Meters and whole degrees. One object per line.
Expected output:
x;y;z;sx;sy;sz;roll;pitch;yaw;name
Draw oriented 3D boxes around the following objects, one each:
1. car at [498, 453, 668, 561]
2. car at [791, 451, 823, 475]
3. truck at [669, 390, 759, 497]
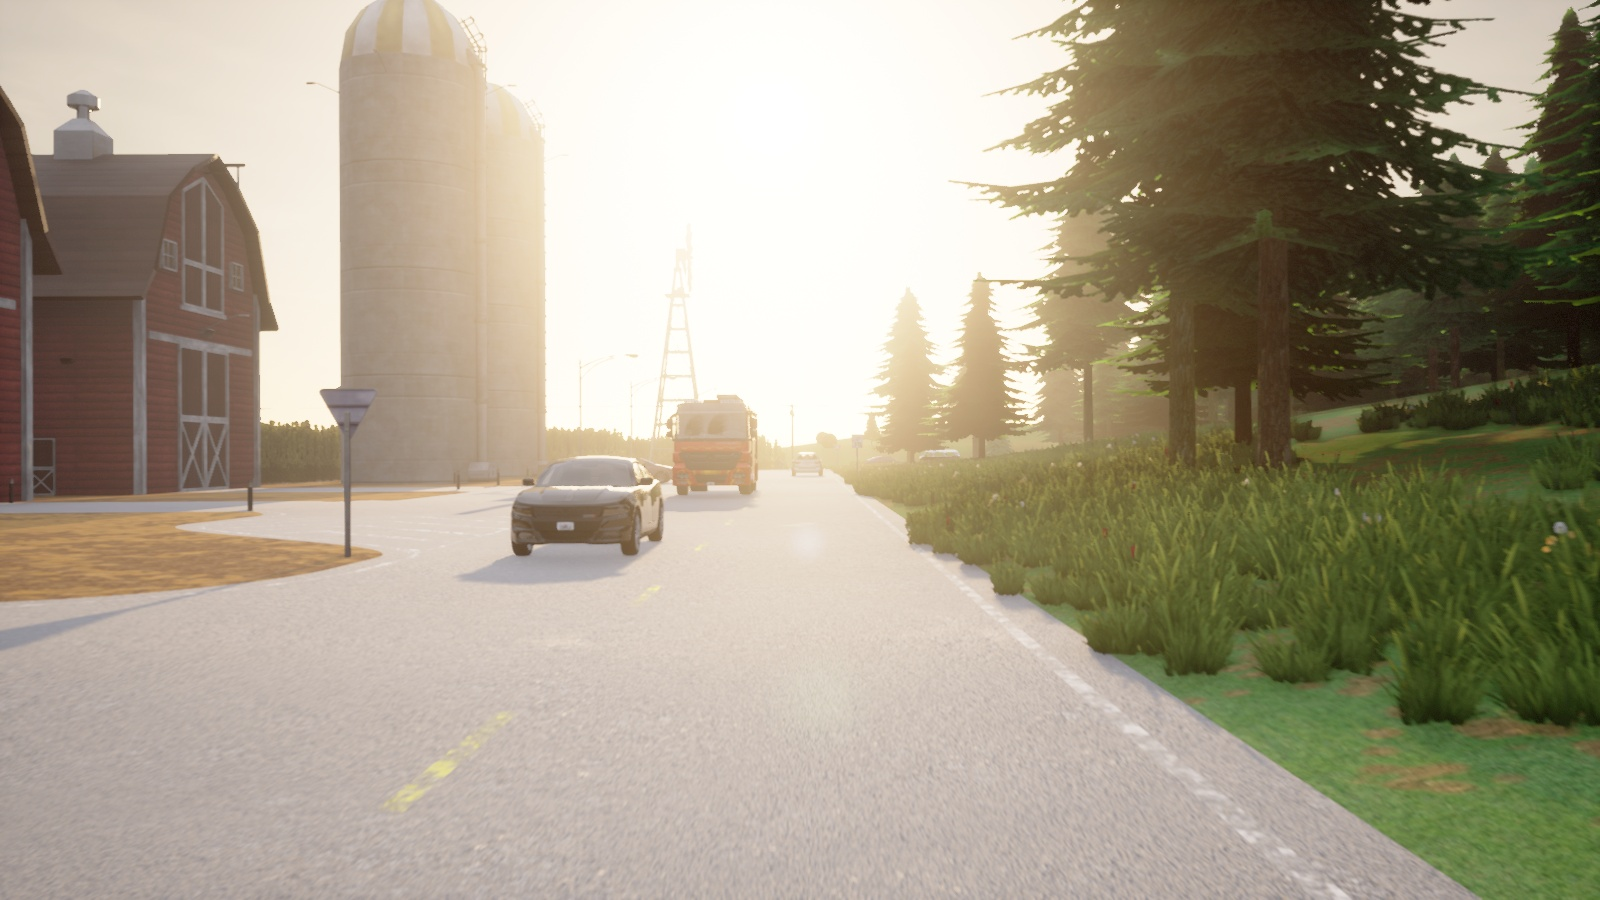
-3.377;0.828;20.530;1.882;1.535;5.008;0;0;0;car
0.501;0.922;89.478;2.242;1.667;4.611;0;0;0;car
-3.224;-0.212;49.350;2.891;3.827;8.468;0;0;0;truck
